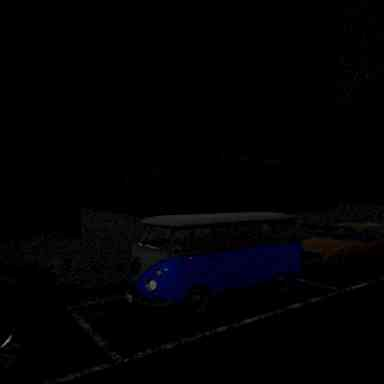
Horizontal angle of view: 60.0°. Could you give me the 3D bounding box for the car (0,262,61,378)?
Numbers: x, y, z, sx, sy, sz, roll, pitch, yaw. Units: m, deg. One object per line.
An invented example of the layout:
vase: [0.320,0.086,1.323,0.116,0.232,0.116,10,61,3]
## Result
car: [-3.834,1.566,3.916,4.313,1.339,1.947,0,0,-36]

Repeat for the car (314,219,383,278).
car: [4.880,1.524,10.135,4.829,1.417,1.752,0,0,-36]

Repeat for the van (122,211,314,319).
van: [0.592,1.341,7.075,3.998,1.788,1.690,0,0,-36]
